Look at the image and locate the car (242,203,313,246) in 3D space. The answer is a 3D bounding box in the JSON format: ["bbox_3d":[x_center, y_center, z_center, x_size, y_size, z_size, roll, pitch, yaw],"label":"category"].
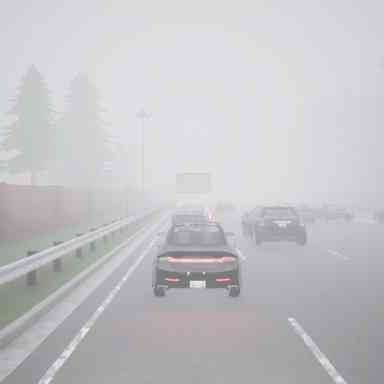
[{"bbox_3d":[3.609,1.352,15.373,2.097,1.767,4.553,0,0,0],"label":"car"}]

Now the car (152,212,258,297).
[{"bbox_3d":[0.106,1.492,8.571,2.128,1.511,4.902,0,0,0],"label":"car"}]

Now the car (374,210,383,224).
[{"bbox_3d":[14.116,1.564,22.297,1.994,1.385,4.181,0,0,0],"label":"car"}]

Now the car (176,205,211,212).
[{"bbox_3d":[0.005,1.474,19.020,1.882,1.535,5.008,0,0,6],"label":"car"}]

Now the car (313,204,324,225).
[{"bbox_3d":[7.115,1.492,23.394,2.128,1.511,4.902,0,0,0],"label":"car"}]

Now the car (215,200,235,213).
[{"bbox_3d":[3.624,1.601,37.460,1.895,1.301,4.718,0,0,0],"label":"car"}]

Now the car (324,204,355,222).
[{"bbox_3d":[10.617,1.601,25.797,1.895,1.301,4.718,0,0,0],"label":"car"}]

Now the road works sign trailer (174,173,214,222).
[{"bbox_3d":[0.078,0.464,22.938,2.380,3.560,2.880,0,0,0],"label":"road works sign trailer"}]
